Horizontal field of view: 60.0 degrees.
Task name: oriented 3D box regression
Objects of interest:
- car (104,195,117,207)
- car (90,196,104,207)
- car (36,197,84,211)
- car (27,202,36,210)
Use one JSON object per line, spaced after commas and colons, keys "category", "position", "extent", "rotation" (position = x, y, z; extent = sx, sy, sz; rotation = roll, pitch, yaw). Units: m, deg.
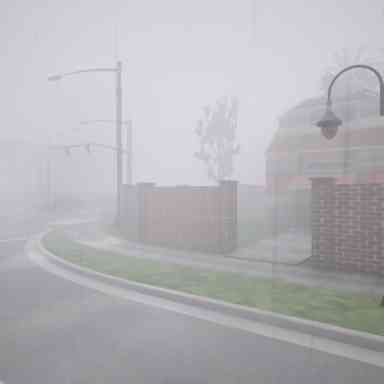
{"category": "car", "position": [-9.412, 1.285, 46.028], "extent": [1.812, 1.442, 4.674], "rotation": [0, 1, 37]}
{"category": "car", "position": [-12.321, 1.268, 47.977], "extent": [1.837, 1.490, 4.892], "rotation": [0, 1, 37]}
{"category": "car", "position": [-14.990, 1.373, 38.642], "extent": [1.837, 1.490, 4.892], "rotation": [0, 1, 36]}
{"category": "car", "position": [-17.720, 1.397, 40.829], "extent": [1.812, 1.442, 4.674], "rotation": [0, 1, 37]}
